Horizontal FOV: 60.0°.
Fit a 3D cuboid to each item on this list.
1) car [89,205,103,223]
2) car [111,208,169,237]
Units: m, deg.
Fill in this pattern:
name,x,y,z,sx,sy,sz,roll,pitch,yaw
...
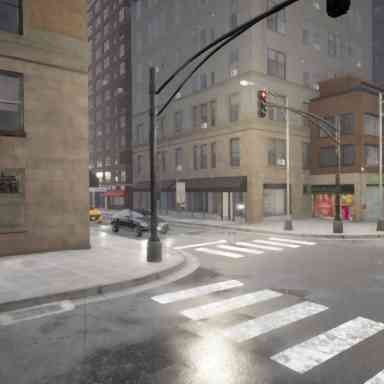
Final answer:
name,x,y,z,sx,sy,sz,roll,pitch,yaw
car,-8.916,1.730,26.997,1.882,1.535,5.008,-1,0,-37
car,-3.198,1.694,19.496,1.812,1.442,4.674,-1,0,-38
